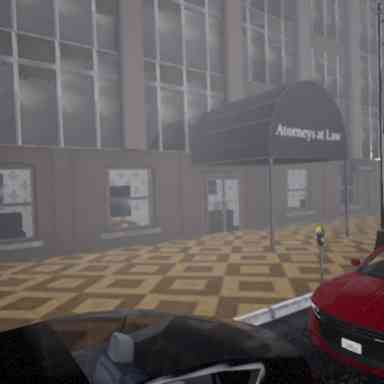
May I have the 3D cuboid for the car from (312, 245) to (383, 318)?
[{"bbox_3d":[3.588,1.387,4.948,4.507,1.381,1.887,-2,1,-35],"label":"car"}]

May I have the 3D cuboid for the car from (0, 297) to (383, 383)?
[{"bbox_3d":[-1.066,1.564,1.691,4.313,1.339,1.947,-2,1,-35],"label":"car"}]
